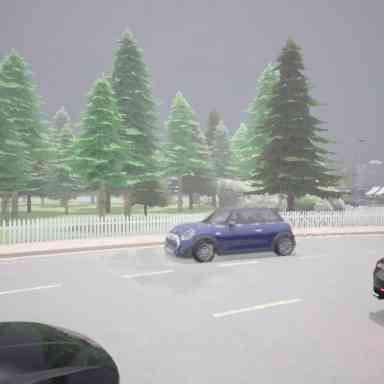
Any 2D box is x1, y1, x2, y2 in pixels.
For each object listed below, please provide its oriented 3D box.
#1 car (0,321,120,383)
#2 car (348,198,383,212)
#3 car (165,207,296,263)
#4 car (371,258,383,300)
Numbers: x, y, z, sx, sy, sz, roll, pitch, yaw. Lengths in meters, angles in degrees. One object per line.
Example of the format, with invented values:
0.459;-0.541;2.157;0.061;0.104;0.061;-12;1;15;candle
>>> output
-2.779;1.478;1.581;5.008;1.535;1.882;0;0;-37;car
19.633;1.619;36.734;1.994;1.385;4.181;0;0;-4;car
1.347;1.352;11.857;4.553;1.767;2.097;0;0;-21;car
5.561;1.492;6.093;4.902;1.511;2.128;0;0;-24;car
